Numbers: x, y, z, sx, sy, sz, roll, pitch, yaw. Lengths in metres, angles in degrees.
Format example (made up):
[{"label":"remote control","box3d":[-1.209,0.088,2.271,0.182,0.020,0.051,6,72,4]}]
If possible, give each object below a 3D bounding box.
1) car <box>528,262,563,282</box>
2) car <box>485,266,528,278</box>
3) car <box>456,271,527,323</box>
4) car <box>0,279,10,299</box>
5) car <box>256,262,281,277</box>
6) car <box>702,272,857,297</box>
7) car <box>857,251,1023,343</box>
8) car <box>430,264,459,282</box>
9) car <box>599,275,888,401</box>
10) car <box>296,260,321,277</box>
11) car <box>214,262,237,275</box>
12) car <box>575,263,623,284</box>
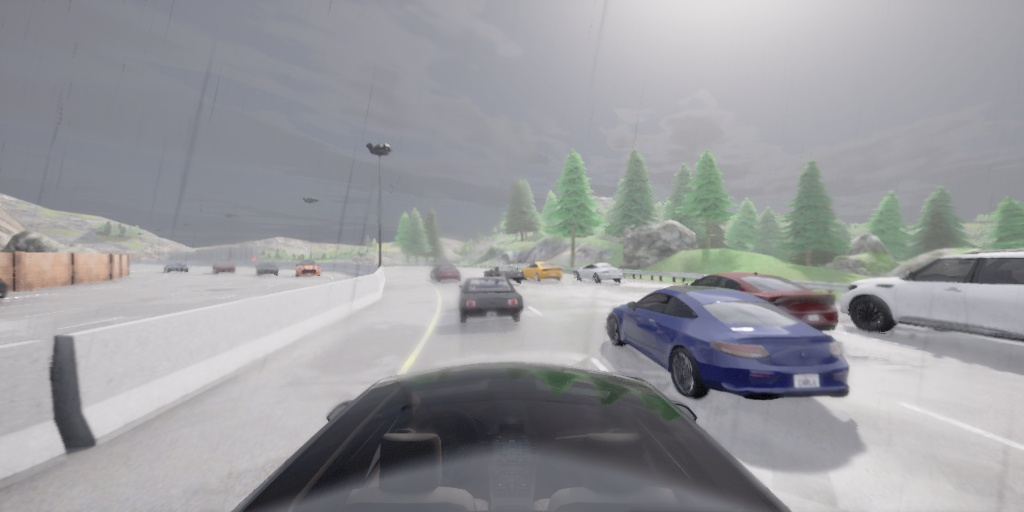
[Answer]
[{"label":"car","box3d":[2.305,1.217,28.576,1.882,1.535,5.008,0,0,-18]},{"label":"car","box3d":[-0.714,1.357,26.738,1.895,1.301,4.718,0,0,-18]},{"label":"car","box3d":[-0.879,1.357,12.302,1.895,1.301,4.718,0,0,-8]},{"label":"car","box3d":[-22.614,1.384,13.634,1.837,1.490,4.892,0,0,-13]},{"label":"car","box3d":[-26.271,1.407,38.616,1.837,1.490,4.892,0,0,-36]},{"label":"car","box3d":[6.353,1.193,10.284,1.882,1.535,5.008,0,0,-5]},{"label":"car","box3d":[10.156,0.915,7.370,2.150,2.045,5.566,0,0,-4]},{"label":"car","box3d":[-5.543,1.348,29.666,1.994,1.385,4.181,0,0,-21]},{"label":"car","box3d":[3.208,1.258,6.368,1.812,1.442,4.674,0,0,-3]},{"label":"car","box3d":[-21.023,1.224,36.975,2.097,1.767,4.553,0,0,-32]},{"label":"car","box3d":[-35.286,1.431,44.069,1.882,1.535,5.008,0,0,-44]},{"label":"car","box3d":[6.468,1.242,26.989,1.812,1.442,4.674,0,0,-17]}]
